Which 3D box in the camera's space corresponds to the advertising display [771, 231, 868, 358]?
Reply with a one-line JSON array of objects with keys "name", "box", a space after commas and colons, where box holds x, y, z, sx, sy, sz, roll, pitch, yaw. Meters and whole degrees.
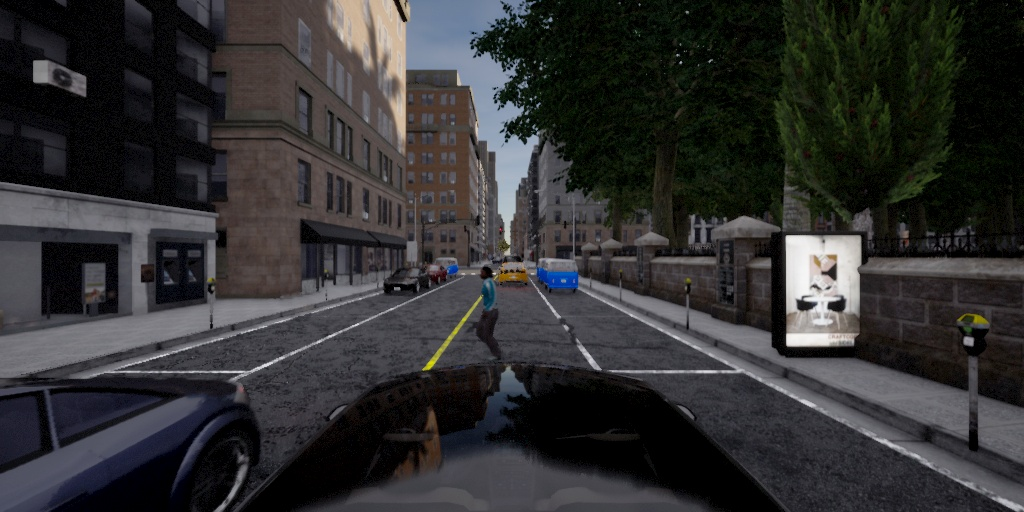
[{"name": "advertising display", "box": [5.639, 0.772, 6.587, 1.540, 2.440, 0.280, 0, 0, 0]}]

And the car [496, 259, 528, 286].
[{"name": "car", "box": [0.091, 1.204, 25.284, 1.882, 1.535, 5.008, 0, 0, 0]}]

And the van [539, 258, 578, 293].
[{"name": "van", "box": [2.687, 1.073, 20.449, 1.690, 1.789, 3.998, 0, 0, 0]}]

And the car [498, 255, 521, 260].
[{"name": "car", "box": [0.010, 0.930, 35.760, 2.150, 2.045, 5.566, 0, 0, -1]}]

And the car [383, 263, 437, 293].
[{"name": "car", "box": [-5.838, 1.298, 20.447, 1.948, 1.339, 4.313, 0, 0, 0]}]

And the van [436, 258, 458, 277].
[{"name": "van", "box": [-5.827, 1.057, 31.767, 1.690, 1.789, 3.998, 0, 0, 0]}]

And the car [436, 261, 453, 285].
[{"name": "car", "box": [-5.833, 1.270, 26.106, 1.888, 1.381, 4.507, 0, 0, 0]}]

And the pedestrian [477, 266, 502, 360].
[{"name": "pedestrian", "box": [-0.439, 1.040, 6.757, 0.375, 1.860, 0.375, 0, 0, -10]}]

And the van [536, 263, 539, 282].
[{"name": "van", "box": [2.693, 1.065, 26.107, 1.690, 1.789, 3.998, 0, 0, 0]}]

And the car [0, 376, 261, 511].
[{"name": "car", "box": [-3.103, 1.314, 1.286, 1.994, 1.385, 4.181, 0, 0, 0]}]
